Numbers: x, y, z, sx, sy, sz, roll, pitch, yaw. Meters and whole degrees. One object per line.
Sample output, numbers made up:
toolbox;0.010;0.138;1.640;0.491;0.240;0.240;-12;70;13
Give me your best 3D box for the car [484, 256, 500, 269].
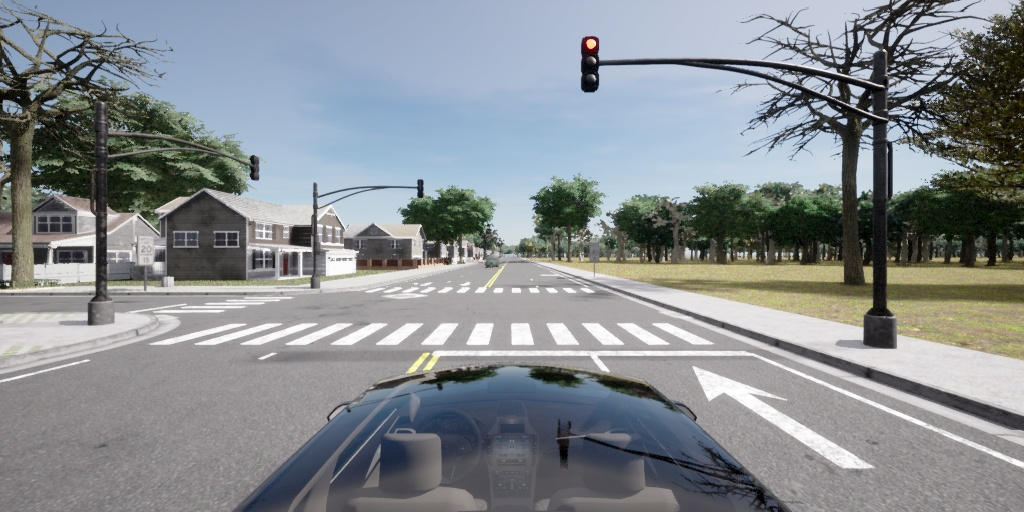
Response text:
car;-3.189;1.051;57.790;2.150;2.045;5.566;0;1;0
